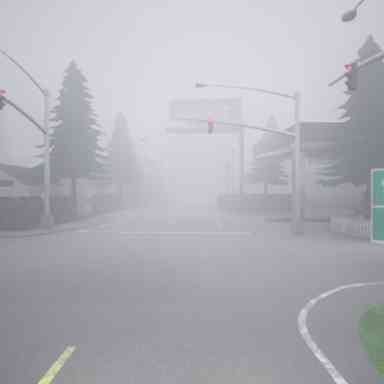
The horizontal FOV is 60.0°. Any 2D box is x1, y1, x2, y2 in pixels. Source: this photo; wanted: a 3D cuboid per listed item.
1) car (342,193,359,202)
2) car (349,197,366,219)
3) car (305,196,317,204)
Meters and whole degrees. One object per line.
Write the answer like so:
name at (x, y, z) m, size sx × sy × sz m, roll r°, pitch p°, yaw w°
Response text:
car at (35.099, 1.450, 71.910) m, size 2.007 × 1.523 × 4.514 m, roll 0°, pitch 0°, yaw 0°
car at (14.435, 1.491, 25.107) m, size 3.866 × 1.878 × 1.905 m, roll 0°, pitch 0°, yaw 0°
car at (22.674, 1.517, 64.152) m, size 1.970 × 1.475 × 3.806 m, roll 0°, pitch 0°, yaw 0°
